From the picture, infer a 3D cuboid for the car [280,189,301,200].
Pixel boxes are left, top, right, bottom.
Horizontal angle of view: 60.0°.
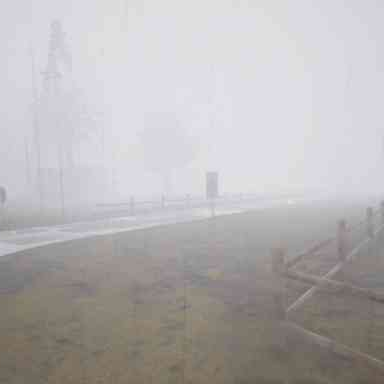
[{"bbox_3d":[14.662,0.304,49.404,1.882,1.535,5.008,-1,1,35],"label":"car"}]
